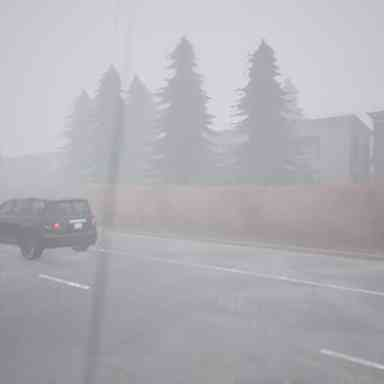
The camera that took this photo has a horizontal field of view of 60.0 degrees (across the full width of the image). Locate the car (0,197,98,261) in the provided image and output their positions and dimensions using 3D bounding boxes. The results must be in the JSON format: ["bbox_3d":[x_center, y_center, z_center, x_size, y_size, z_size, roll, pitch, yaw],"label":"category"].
[{"bbox_3d":[-5.936,1.203,12.528,5.566,2.045,2.150,0,0,36],"label":"car"}]
